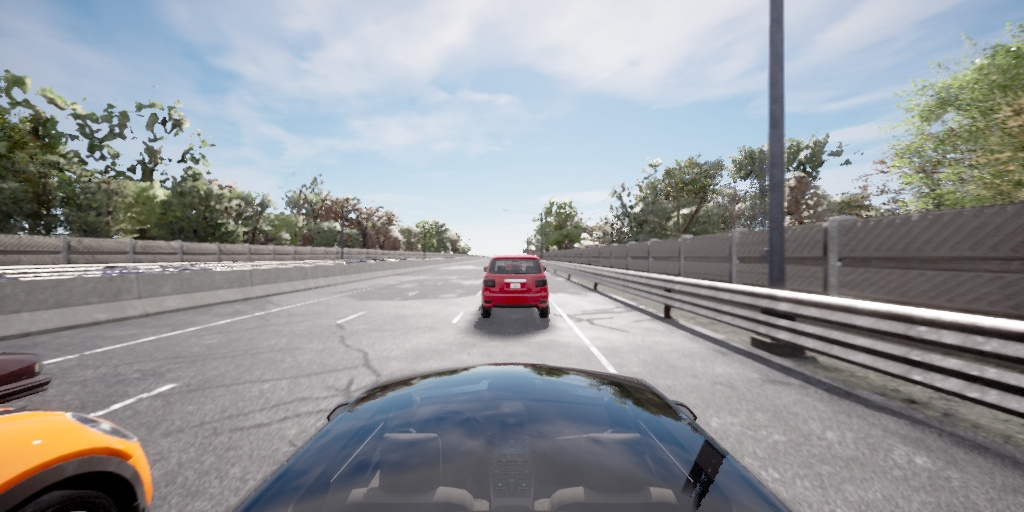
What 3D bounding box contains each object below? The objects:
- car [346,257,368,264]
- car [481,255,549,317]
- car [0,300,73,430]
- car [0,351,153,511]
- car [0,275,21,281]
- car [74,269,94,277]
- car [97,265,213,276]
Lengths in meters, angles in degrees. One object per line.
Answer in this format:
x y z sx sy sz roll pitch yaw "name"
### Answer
-24.499 0.918 56.702 1.837 1.490 4.892 0 0 0 "car"
0.102 0.975 13.280 2.150 2.045 5.566 0 0 0 "car"
-6.900 1.297 2.129 2.033 1.411 5.357 0 0 0 "car"
-3.399 1.101 0.418 2.097 1.767 4.553 0 0 0 "car"
-24.599 1.317 15.584 1.994 1.385 4.181 0 0 0 "car"
-21.099 1.302 19.067 2.033 1.411 5.357 0 0 0 "car"
-17.599 1.245 18.606 2.128 1.511 4.902 0 0 0 "car"
